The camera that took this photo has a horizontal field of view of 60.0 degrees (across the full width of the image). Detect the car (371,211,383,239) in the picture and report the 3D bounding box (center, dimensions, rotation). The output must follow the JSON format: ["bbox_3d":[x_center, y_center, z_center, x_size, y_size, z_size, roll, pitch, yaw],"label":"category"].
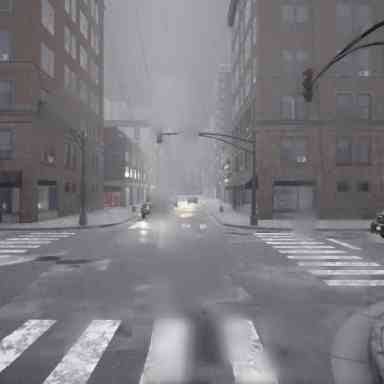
[{"bbox_3d":[10.999,1.237,14.648,5.566,2.045,2.150,0,0,0],"label":"car"}]

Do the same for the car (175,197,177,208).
[{"bbox_3d":[-3.087,1.545,39.461,1.812,1.442,4.674,0,0,0],"label":"car"}]

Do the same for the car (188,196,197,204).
[{"bbox_3d":[0.128,1.518,65.741,2.128,1.511,4.902,0,0,0],"label":"car"}]

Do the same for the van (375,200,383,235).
[{"bbox_3d":[12.062,1.358,17.401,3.998,1.788,1.690,0,0,0],"label":"van"}]

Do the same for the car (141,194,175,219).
[{"bbox_3d":[-3.075,1.236,29.788,2.150,2.045,5.566,0,0,2],"label":"car"}]
